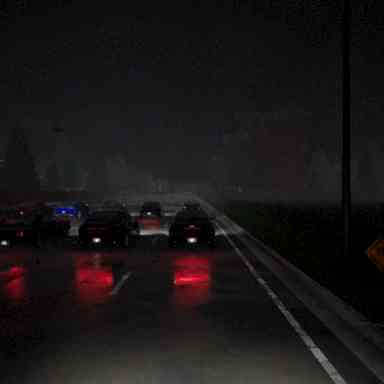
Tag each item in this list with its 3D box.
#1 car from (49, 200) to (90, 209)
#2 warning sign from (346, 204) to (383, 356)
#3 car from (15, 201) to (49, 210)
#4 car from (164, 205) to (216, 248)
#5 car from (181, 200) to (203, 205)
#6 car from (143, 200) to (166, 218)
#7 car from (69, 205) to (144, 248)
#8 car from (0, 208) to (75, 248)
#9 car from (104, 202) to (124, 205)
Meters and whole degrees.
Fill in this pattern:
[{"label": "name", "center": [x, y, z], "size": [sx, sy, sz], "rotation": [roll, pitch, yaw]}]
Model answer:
[{"label": "car", "center": [-10.500, 1.485, 29.650], "size": [1.882, 1.535, 5.008], "rotation": [0, 0, 0]}, {"label": "warning sign", "center": [3.050, 1.115, 4.648], "size": [1.300, 1.860, 1.060], "rotation": [0, 0, 0]}, {"label": "car", "center": [-14.000, 1.534, 29.650], "size": [1.812, 1.442, 4.674], "rotation": [0, 0, 0]}, {"label": "car", "center": [0.000, 1.517, 14.650], "size": [1.837, 1.490, 4.892], "rotation": [0, 0, 0]}, {"label": "car", "center": [0.000, 1.496, 29.650], "size": [2.128, 1.511, 4.902], "rotation": [0, 0, 0]}, {"label": "car", "center": [-3.500, 1.517, 29.650], "size": [1.837, 1.490, 4.892], "rotation": [0, 0, 0]}, {"label": "car", "center": [-3.500, 1.517, 14.650], "size": [1.837, 1.490, 4.892], "rotation": [0, 0, 0]}, {"label": "car", "center": [-7.000, 1.617, 14.680], "size": [1.895, 1.301, 4.718], "rotation": [0, 0, 0]}, {"label": "car", "center": [-7.000, 1.573, 29.650], "size": [1.994, 1.385, 4.181], "rotation": [0, 0, 0]}]
